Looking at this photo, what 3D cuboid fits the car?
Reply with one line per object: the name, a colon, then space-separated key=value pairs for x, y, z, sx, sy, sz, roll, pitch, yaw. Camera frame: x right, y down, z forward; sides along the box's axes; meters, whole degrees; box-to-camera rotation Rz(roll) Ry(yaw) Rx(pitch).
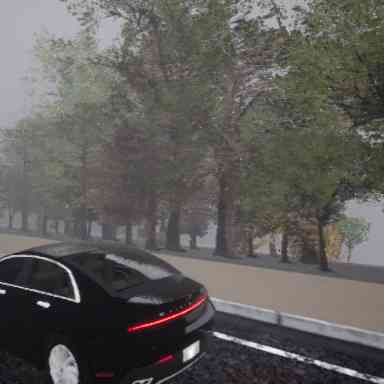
car: x=-1.978 y=1.534 z=5.096 sx=4.892 sy=1.490 sz=1.837 roll=-1 pitch=0 yaw=36
